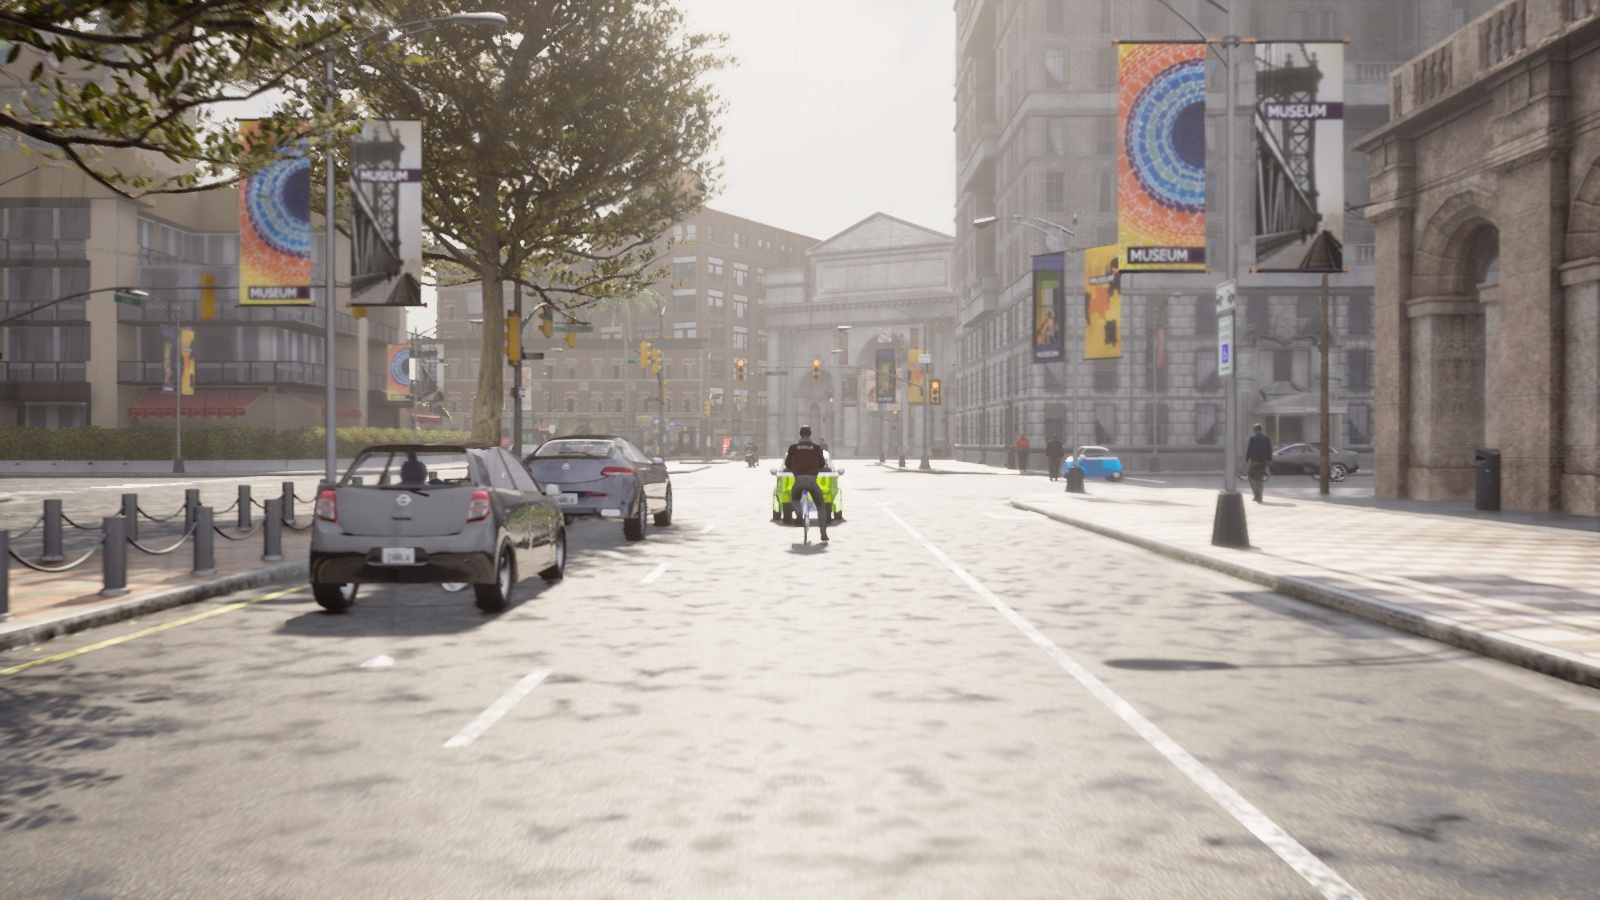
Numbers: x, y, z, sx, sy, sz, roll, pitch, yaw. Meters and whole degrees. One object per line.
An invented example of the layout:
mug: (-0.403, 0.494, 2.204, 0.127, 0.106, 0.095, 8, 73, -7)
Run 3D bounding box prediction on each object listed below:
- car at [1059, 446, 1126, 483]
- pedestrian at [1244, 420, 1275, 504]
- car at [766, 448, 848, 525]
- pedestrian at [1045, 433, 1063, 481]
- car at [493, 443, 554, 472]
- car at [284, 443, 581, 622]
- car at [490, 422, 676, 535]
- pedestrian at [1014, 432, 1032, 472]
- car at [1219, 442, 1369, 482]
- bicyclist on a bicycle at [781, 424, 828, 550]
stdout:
car: (11.166, 0.540, 47.970, 2.207, 1.376, 1.481, 0, 0, 0)
pedestrian: (10.160, 0.255, 27.771, 0.402, 1.842, 0.726, 0, 0, 0)
car: (0.139, 0.667, 23.930, 1.481, 1.376, 2.207, 0, 1, 1)
pedestrian: (9.843, 0.271, 48.629, 0.634, 1.844, 0.899, 0, 0, 14)
car: (-14.574, 0.360, 66.498, 2.163, 1.488, 4.792, 0, 0, 0)
car: (-3.414, 0.688, 12.402, 1.845, 1.501, 3.633, 0, 0, 0)
car: (-3.443, 0.404, 21.018, 2.152, 1.651, 5.027, 0, 0, 1)
pedestrian: (10.287, 0.085, 57.907, 0.634, 1.844, 0.899, 0, 0, -4)
car: (18.809, 0.447, 47.970, 4.902, 1.511, 2.128, 0, 0, 0)
bicyclist on a bicycle: (0.084, 0.512, 18.566, 0.659, 1.776, 1.843, 0, 1, 1)
